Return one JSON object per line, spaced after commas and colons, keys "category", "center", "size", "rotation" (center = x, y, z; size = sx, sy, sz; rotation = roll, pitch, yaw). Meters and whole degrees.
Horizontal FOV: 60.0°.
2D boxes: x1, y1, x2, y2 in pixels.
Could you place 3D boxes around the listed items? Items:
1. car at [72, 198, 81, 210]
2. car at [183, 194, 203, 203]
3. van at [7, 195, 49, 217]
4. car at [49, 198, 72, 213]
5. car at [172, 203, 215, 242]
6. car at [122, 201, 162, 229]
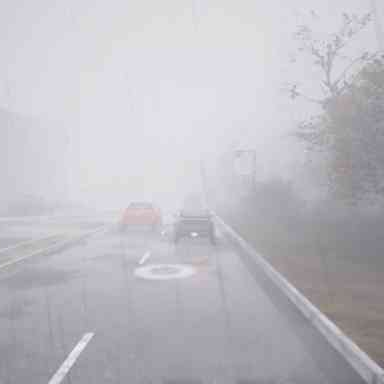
{"category": "car", "center": [-15.607, 1.556, 42.359], "size": [2.002, 1.452, 4.674], "rotation": [-2, 0, 0]}
{"category": "car", "center": [0.093, 1.273, 39.493], "size": [2.150, 2.045, 5.566], "rotation": [0, 0, 0]}
{"category": "van", "center": [-15.559, 1.273, 31.251], "size": [1.878, 1.987, 4.442], "rotation": [0, 0, 0]}
{"category": "car", "center": [-15.575, 1.537, 36.863], "size": [2.163, 1.488, 4.792], "rotation": [0, 0, 0]}
{"category": "car", "center": [0.097, 1.526, 16.395], "size": [1.837, 1.490, 4.892], "rotation": [0, 0, 0]}
{"category": "car", "center": [-3.156, 1.380, 21.722], "size": [2.097, 1.767, 4.553], "rotation": [0, 0, 0]}
